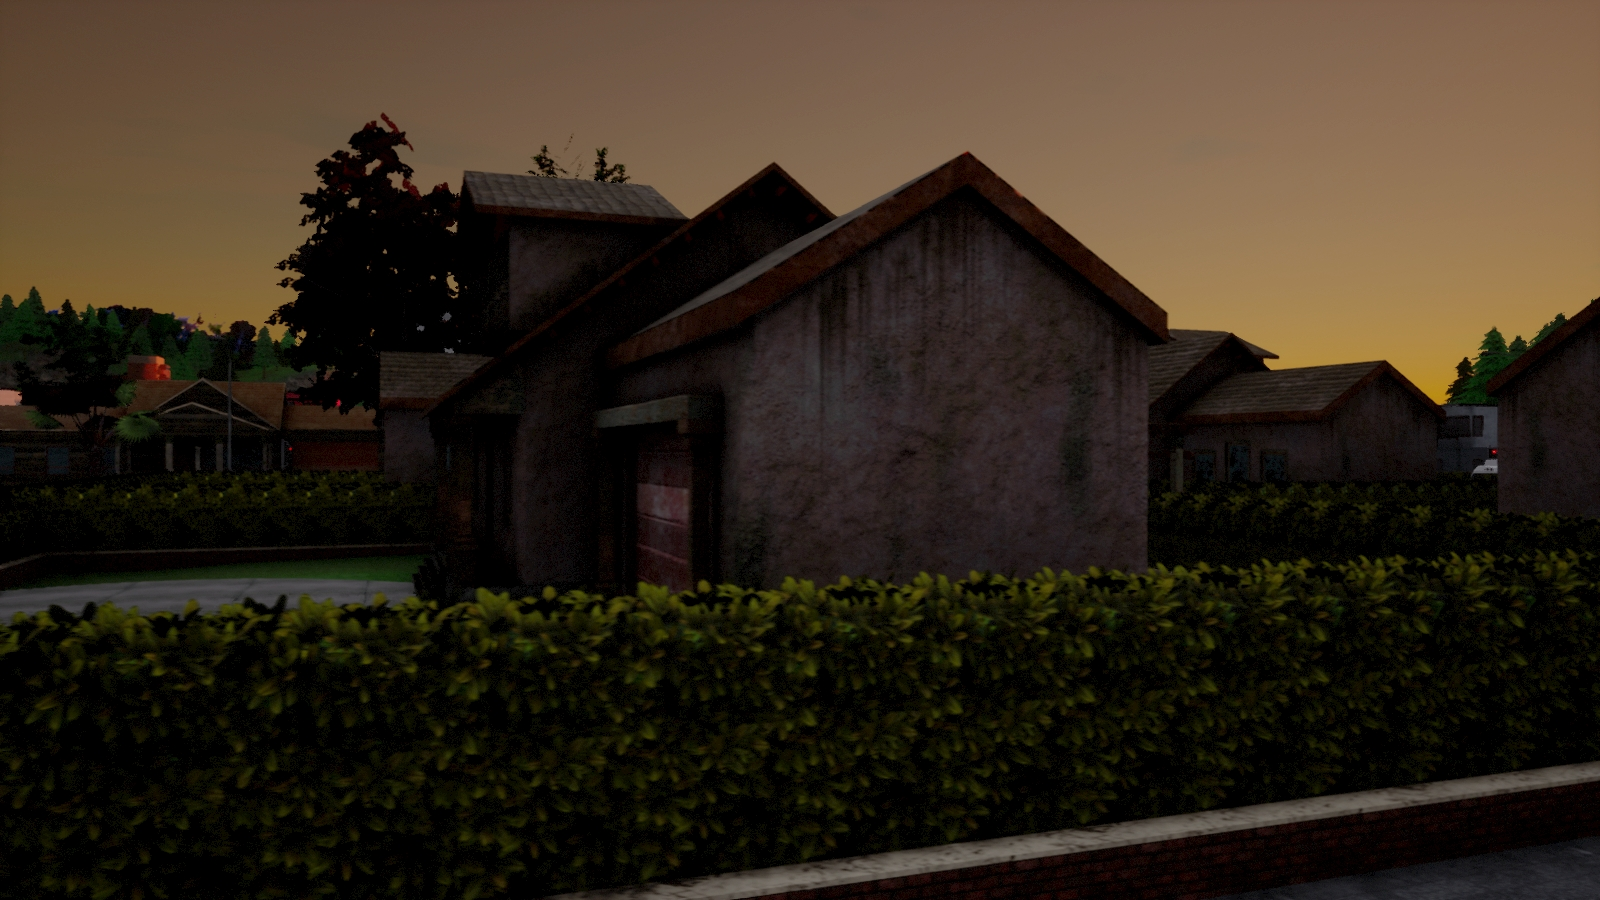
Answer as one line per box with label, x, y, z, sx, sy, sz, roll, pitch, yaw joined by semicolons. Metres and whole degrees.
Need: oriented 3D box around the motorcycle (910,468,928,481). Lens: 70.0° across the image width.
motorcycle;11.195;2.317;107.615;0.803;1.199;2.033;0;0;-20
